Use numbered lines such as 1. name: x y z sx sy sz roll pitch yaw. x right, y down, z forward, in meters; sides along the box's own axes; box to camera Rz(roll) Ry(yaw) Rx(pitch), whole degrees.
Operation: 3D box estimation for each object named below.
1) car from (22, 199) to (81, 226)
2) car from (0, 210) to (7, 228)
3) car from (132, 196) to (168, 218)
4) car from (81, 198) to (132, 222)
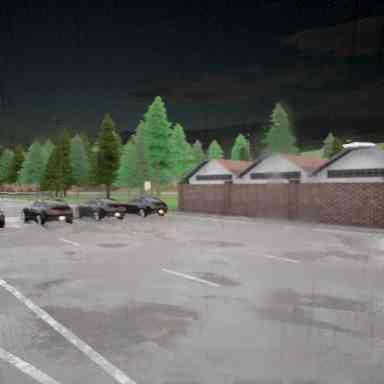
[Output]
1. car: -9.013 1.196 20.650 1.837 1.490 4.892 -1 1 -43
2. car: -11.953 1.292 18.676 1.994 1.385 4.181 -1 1 -43
3. car: -3.843 1.110 25.368 1.837 1.490 4.892 -1 1 -43
4. car: -6.415 1.153 22.995 1.837 1.490 4.892 -1 1 -43
